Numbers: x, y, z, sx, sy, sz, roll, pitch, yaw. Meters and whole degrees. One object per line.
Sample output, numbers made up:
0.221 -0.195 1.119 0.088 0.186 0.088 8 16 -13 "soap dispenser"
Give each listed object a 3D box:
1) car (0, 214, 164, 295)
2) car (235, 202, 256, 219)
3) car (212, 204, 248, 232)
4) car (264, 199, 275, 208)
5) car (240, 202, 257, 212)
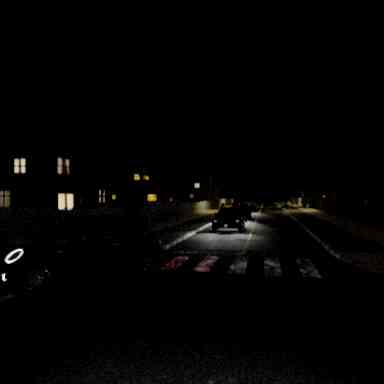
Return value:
-3.027 1.444 9.112 4.553 1.767 2.097 2 -2 -42 "car"
4.796 1.782 32.218 2.128 1.511 4.902 -1 0 13 "car"
2.488 1.729 21.894 1.812 1.442 4.674 -1 -1 12 "car"
13.252 2.007 57.020 1.837 1.490 4.892 -1 -1 13 "car"
7.740 2.017 45.244 1.895 1.301 4.718 -1 -1 13 "car"
